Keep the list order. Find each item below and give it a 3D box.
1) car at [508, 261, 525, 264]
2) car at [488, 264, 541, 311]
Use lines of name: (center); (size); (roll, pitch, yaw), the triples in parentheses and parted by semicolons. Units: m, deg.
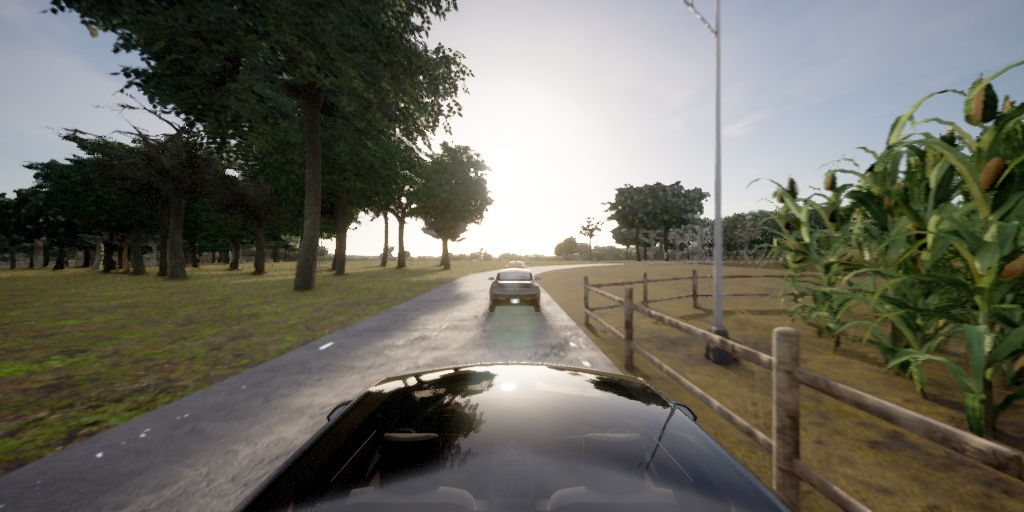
car: (0.437, 1.192, 32.730); (1.882, 1.535, 5.008); (0, 0, 4)
car: (0.104, 1.254, 14.417); (1.837, 1.490, 4.892); (0, 0, 0)
